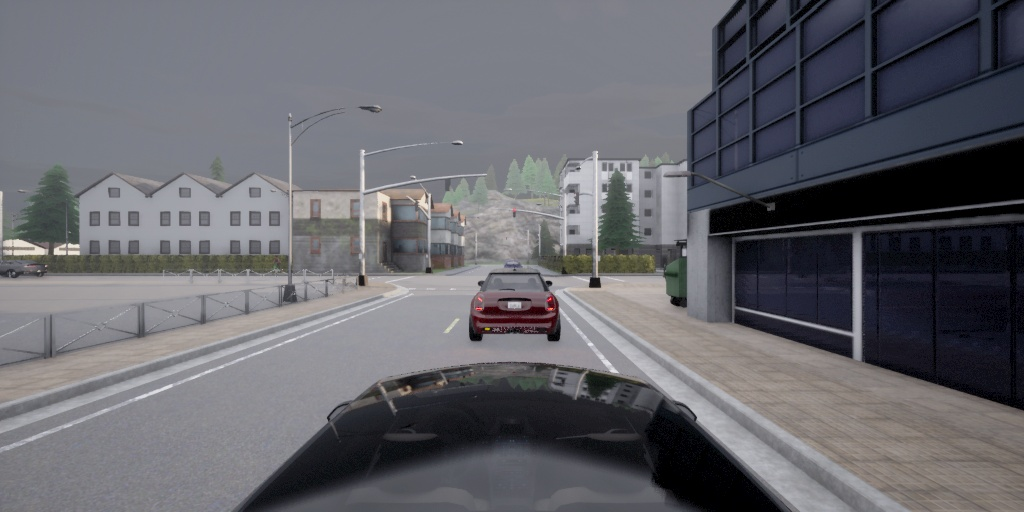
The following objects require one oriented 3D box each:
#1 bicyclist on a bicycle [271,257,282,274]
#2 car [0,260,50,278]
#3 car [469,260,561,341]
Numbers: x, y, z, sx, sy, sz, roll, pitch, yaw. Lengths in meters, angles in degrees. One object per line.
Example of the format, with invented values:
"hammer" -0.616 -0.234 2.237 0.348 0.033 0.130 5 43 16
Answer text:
"bicyclist on a bicycle" -22.211 0.874 33.856 0.582 1.620 1.656 0 0 0
"car" -42.102 1.065 30.105 4.902 1.511 2.128 0 0 0
"car" 0.085 1.102 10.014 2.097 1.767 4.553 0 0 1
